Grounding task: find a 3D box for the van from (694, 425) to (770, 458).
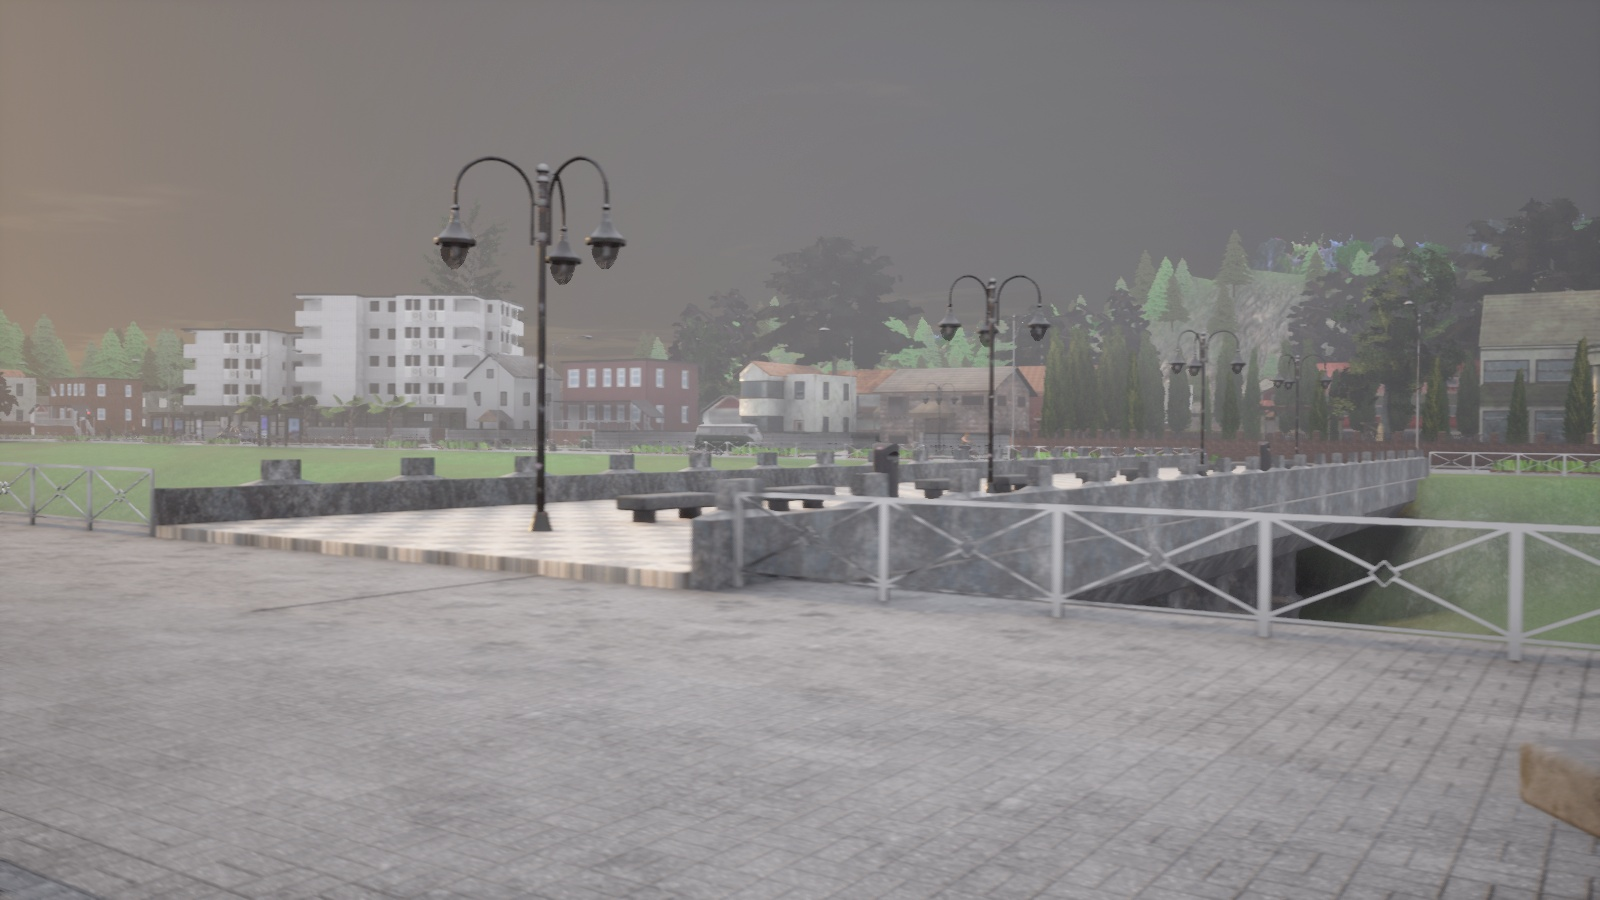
[{"bbox_3d":[-4.151,-0.519,76.225,4.442,1.987,1.775,0,1,34],"label":"van"}]
